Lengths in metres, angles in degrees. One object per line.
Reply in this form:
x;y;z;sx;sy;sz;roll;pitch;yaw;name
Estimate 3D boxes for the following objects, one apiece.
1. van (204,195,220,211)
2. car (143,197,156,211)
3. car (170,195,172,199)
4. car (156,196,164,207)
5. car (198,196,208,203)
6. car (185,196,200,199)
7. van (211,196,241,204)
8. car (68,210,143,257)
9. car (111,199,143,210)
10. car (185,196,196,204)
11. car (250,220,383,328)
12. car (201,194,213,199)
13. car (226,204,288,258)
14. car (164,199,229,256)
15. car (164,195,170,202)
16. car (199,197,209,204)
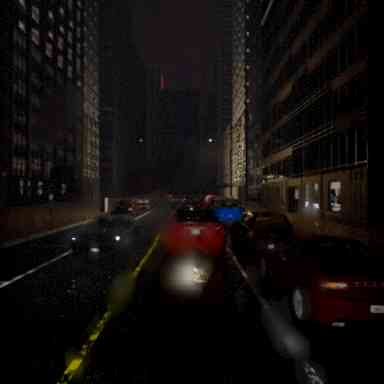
2.417;1.323;40.847;1.690;1.788;3.998;0;0;0;van
-5.965;1.536;40.762;2.008;1.369;4.403;1;0;0;car
-6.323;1.492;91.545;1.887;1.381;4.507;1;0;0;car
-6.045;1.529;52.047;2.008;1.369;4.403;1;0;0;car
2.215;1.489;69.223;1.752;1.417;4.829;1;0;0;car
-0.207;1.486;44.355;1.837;1.490;4.892;0;0;0;car
2.536;1.332;23.922;1.690;1.788;3.998;0;0;0;van
-3.189;1.598;13.124;1.895;1.301;4.718;0;0;0;car
-5.884;1.432;29.477;1.967;1.590;4.097;0;0;0;car
-0.339;1.516;62.890;2.033;1.411;5.357;0;0;0;car
2.653;1.542;6.999;1.887;1.381;4.507;0;0;0;car
2.457;1.301;35.206;2.192;1.841;5.009;0;0;0;car
2.615;1.435;12.641;1.967;1.590;4.097;0;0;0;car
0.043;1.348;13.183;2.097;1.767;4.553;0;0;-2;car
-6.164;1.518;68.975;2.008;1.369;4.403;1;0;0;car
2.255;1.550;63.412;1.802;1.307;4.206;1;0;0;car
